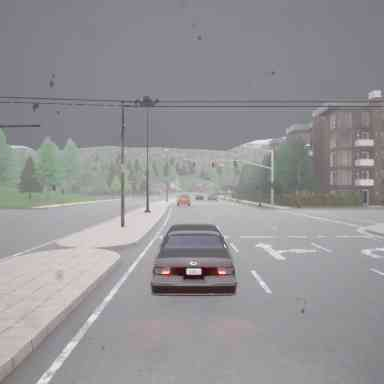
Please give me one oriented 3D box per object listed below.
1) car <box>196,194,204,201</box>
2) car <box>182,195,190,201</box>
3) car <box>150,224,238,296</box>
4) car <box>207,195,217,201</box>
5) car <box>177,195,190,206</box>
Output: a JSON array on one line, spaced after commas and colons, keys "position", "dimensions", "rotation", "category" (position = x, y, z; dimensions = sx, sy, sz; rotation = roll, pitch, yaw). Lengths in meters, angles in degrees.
[{"position": [1.977, 1.477, 85.396], "dimensions": [1.882, 1.535, 5.008], "rotation": [0, 0, 0], "category": "car"}, {"position": [-1.523, 1.523, 85.357], "dimensions": [1.812, 1.442, 4.674], "rotation": [0, 0, 0], "category": "car"}, {"position": [0.042, 1.547, 8.787], "dimensions": [2.033, 1.411, 5.357], "rotation": [0, 0, 0], "category": "car"}, {"position": [5.477, 1.539, 85.403], "dimensions": [2.033, 1.411, 5.357], "rotation": [0, 0, 0], "category": "car"}, {"position": [-1.359, 1.352, 54.532], "dimensions": [2.097, 1.767, 4.553], "rotation": [0, 0, -1], "category": "car"}]
